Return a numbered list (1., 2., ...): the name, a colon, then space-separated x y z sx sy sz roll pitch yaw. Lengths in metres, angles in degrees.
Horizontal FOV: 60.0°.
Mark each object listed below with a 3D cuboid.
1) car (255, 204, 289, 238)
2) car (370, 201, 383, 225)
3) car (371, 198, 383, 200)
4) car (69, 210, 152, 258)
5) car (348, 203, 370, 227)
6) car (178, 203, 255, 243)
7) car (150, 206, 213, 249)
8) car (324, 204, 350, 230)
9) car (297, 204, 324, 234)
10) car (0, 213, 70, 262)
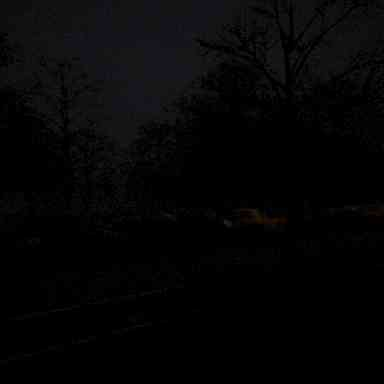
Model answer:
1. car: 2.714 1.594 18.537 5.366 1.575 1.946 -1 -1 33
2. car: 12.379 1.669 25.621 5.366 1.575 1.946 -1 -1 32
3. car: 16.856 1.589 29.415 4.553 1.767 2.185 -1 -1 31
4. car: -4.223 1.564 13.116 4.792 1.488 2.163 -1 -1 34
5. car: 9.899 1.695 23.870 4.674 1.452 2.002 -1 -1 32
6. car: 0.483 1.450 16.677 4.553 1.767 2.185 -1 -1 33
7. car: -1.863 1.554 14.879 5.008 1.535 2.097 -1 -1 34
8. car: 7.569 1.675 22.043 4.674 1.452 2.002 -1 -1 32
9. car: 5.249 1.489 20.219 4.553 1.767 2.185 -1 -1 33
10. car: -6.679 1.545 11.403 4.792 1.488 2.163 -1 -1 34
